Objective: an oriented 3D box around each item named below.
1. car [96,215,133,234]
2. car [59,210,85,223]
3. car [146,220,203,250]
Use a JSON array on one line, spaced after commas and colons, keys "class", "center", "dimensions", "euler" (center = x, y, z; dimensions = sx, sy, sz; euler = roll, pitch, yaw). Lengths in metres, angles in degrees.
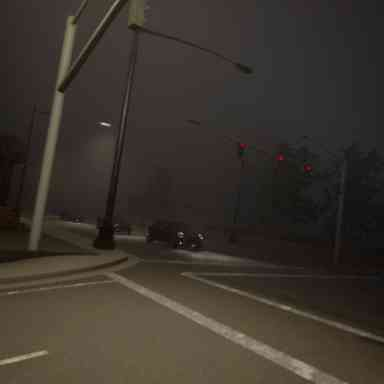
[{"class": "car", "center": [-7.119, 2.873, 30.516], "dimensions": [1.882, 1.535, 5.008], "euler": [11, -6, -36]}, {"class": "car", "center": [-14.904, 2.935, 41.150], "dimensions": [2.033, 1.411, 5.357], "euler": [11, -7, -36]}, {"class": "car", "center": [-1.163, 2.756, 22.412], "dimensions": [2.097, 1.767, 4.553], "euler": [11, -7, -36]}]
